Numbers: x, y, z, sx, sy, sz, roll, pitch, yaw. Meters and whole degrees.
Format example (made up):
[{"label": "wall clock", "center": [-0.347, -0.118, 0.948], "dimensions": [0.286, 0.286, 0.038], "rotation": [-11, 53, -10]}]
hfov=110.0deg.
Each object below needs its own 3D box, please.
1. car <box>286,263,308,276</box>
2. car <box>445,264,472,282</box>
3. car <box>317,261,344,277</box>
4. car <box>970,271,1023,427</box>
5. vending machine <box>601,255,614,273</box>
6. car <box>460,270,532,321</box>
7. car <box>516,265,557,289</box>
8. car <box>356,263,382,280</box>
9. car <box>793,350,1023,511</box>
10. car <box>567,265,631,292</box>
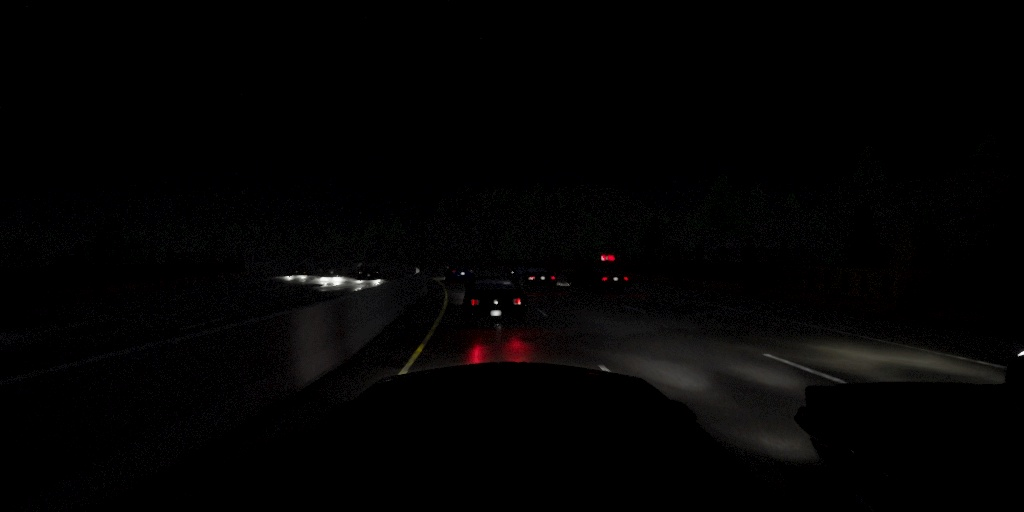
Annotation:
[{"label": "car", "center": [-23.851, 1.495, 39.930], "dimensions": [1.994, 1.385, 4.181], "rotation": [0, 0, -28]}, {"label": "car", "center": [-4.380, 1.330, 29.575], "dimensions": [1.994, 1.385, 4.181], "rotation": [0, 0, -17]}, {"label": "car", "center": [-18.808, 1.374, 37.569], "dimensions": [2.128, 1.511, 4.902], "rotation": [0, 0, -25]}, {"label": "car", "center": [6.910, 1.075, 2.308], "dimensions": [2.097, 1.767, 4.553], "rotation": [0, 0, 0]}, {"label": "vending machine", "center": [9.466, 0.875, 35.464], "dimensions": [1.100, 2.100, 0.880], "rotation": [0, 0, -18]}, {"label": "car", "center": [-0.717, 1.346, 12.492], "dimensions": [1.895, 1.301, 4.718], "rotation": [0, 0, -7]}, {"label": "car", "center": [1.176, 1.280, 22.421], "dimensions": [2.033, 1.411, 5.357], "rotation": [0, 0, -13]}, {"label": "car", "center": [-12.842, 1.352, 32.302], "dimensions": [1.812, 1.442, 4.674], "rotation": [0, 0, -20]}, {"label": "car", "center": [3.476, 1.338, 1.055], "dimensions": [1.895, 1.301, 4.718], "rotation": [0, 0, 0]}, {"label": "car", "center": [4.970, 1.259, 21.329], "dimensions": [2.033, 1.411, 5.357], "rotation": [0, 0, -11]}]
